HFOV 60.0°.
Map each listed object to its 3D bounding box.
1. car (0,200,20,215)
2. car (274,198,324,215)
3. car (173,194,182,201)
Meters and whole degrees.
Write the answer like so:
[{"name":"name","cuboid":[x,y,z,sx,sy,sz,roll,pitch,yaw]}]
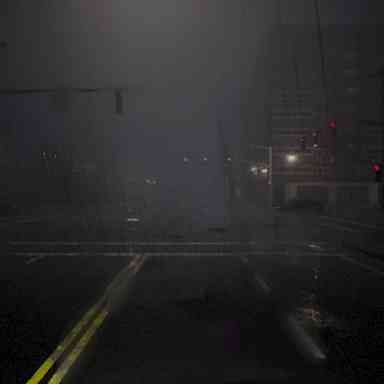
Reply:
[{"name":"car","cuboid":[-20.054,1.474,33.022,5.357,1.411,2.033,0,0,-1]},{"name":"car","cuboid":[10.675,1.420,33.332,4.892,1.490,1.837,0,0,-1]},{"name":"car","cuboid":[-3.500,1.277,81.639,2.097,1.767,4.553,0,0,0]}]
